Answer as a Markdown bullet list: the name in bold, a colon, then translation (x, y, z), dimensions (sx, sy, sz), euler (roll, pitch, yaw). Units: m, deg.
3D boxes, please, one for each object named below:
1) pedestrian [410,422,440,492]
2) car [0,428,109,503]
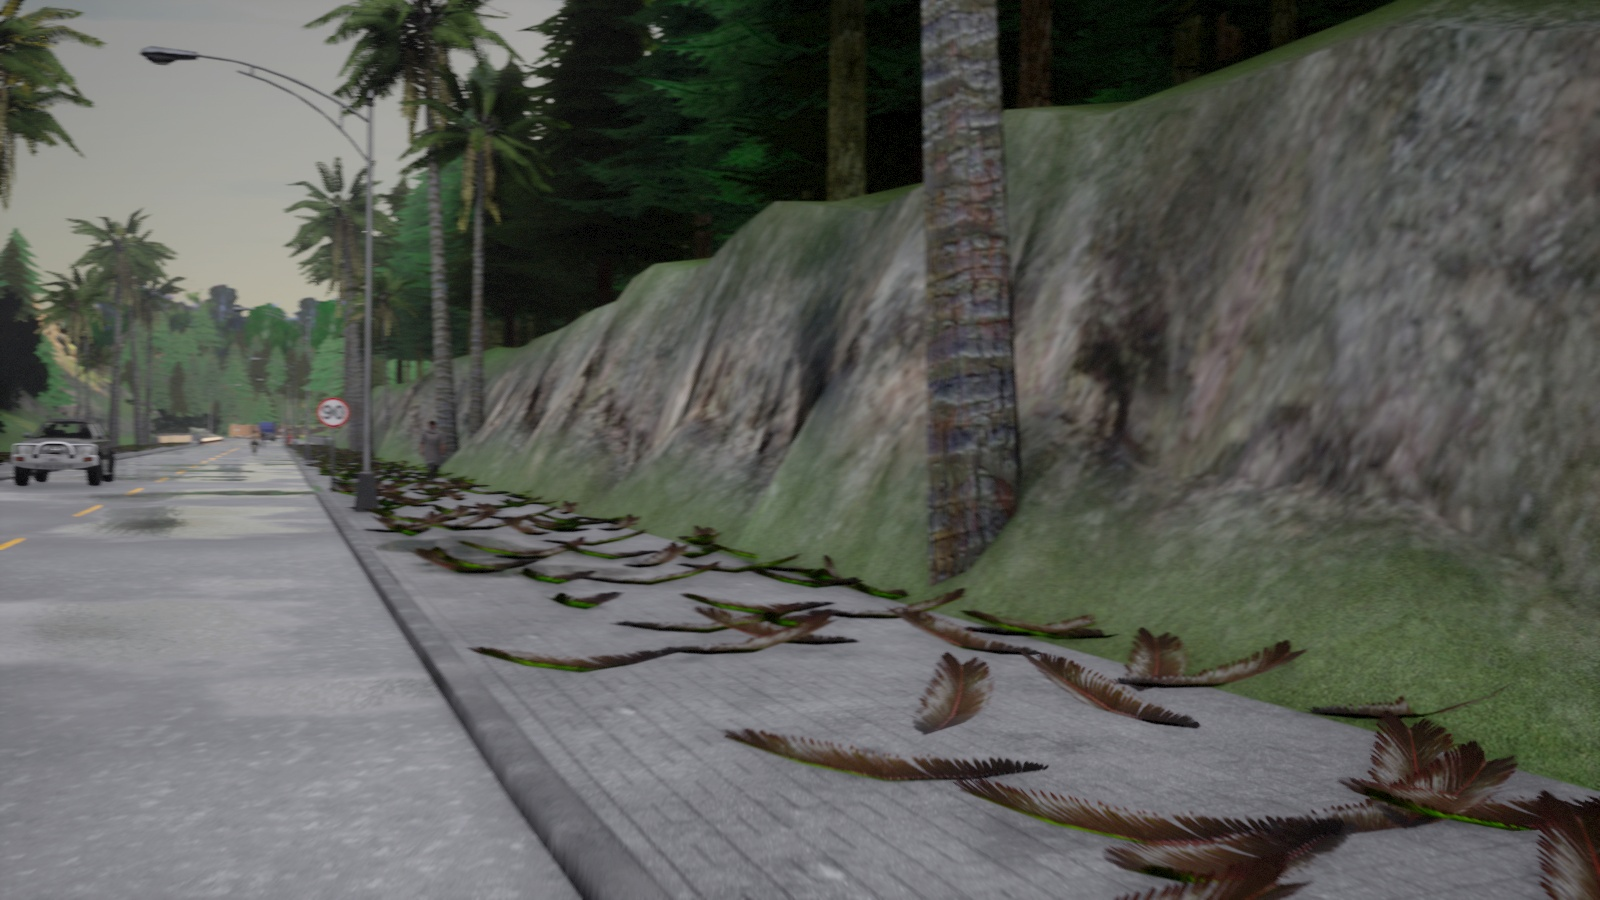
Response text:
- **pedestrian**: translation (-10.529, 0.194, 35.247), dimensions (0.659, 1.952, 0.873), euler (0, 1, -25)
- **car**: translation (-19.886, 0.366, 33.648), dimensions (1.932, 1.855, 4.605), euler (0, 1, -23)
